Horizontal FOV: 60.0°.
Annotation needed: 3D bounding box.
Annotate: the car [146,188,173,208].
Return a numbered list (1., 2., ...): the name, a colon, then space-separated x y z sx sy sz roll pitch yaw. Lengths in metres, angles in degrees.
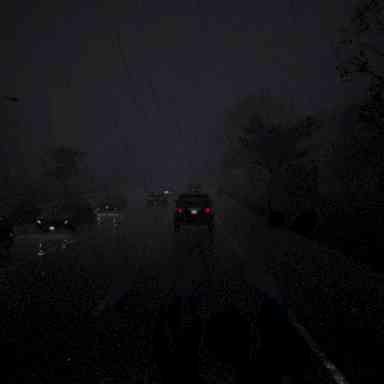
1. car: -3.384 0.683 33.076 2.128 1.511 4.902 0 3 0

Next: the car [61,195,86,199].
1. car: -10.497 0.978 29.316 1.994 1.385 4.181 0 3 0

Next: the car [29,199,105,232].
1. car: -7.030 1.372 19.404 2.033 1.411 5.357 0 1 1

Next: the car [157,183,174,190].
1. car: -3.378 -0.066 46.747 2.033 1.411 5.357 0 3 -1

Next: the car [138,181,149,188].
1. car: -10.467 -1.654 72.110 1.882 1.535 5.008 0 3 0

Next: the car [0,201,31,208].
1. car: -10.530 1.302 19.375 1.882 1.535 5.008 0 1 0

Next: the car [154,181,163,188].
1. car: -6.967 -1.608 72.111 1.812 1.442 4.674 0 3 0

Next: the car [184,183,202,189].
1. car: 0.121 -0.244 44.157 2.150 2.045 5.566 0 3 0

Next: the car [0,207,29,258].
1. car: -7.083 1.420 9.611 2.128 1.511 4.902 0 0 0

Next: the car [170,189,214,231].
1. car: 0.109 1.046 19.578 2.150 2.045 5.566 0 1 0

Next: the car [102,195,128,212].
1. car: -6.992 0.973 29.413 1.994 1.385 4.181 0 3 0
